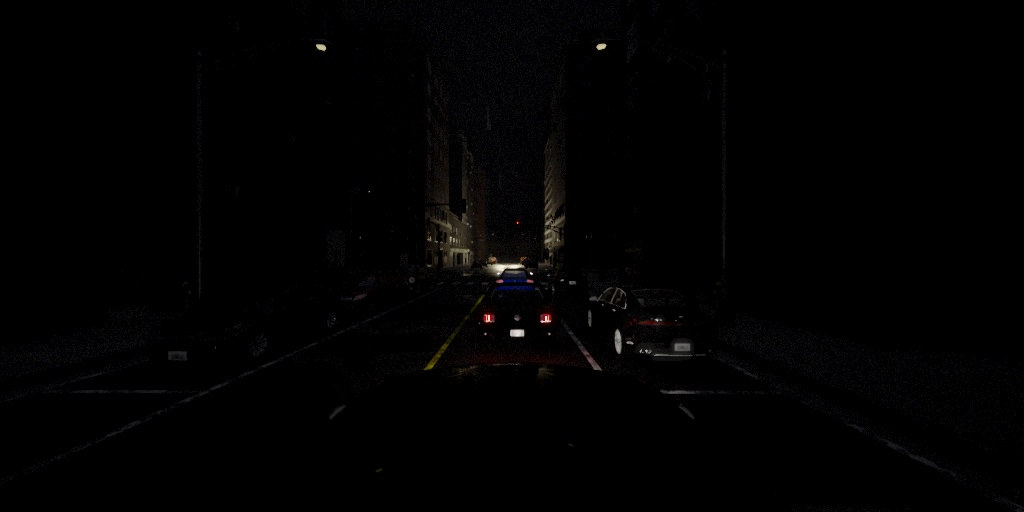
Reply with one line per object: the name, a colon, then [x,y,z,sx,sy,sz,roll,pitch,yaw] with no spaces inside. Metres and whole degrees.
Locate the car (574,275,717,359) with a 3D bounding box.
car: [2.877,1.300,8.215,2.007,1.370,4.403,0,0,0]

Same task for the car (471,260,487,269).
car: [-5.457,1.367,56.347,1.802,1.307,4.207,0,0,0]

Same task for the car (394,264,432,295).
car: [-5.612,1.190,19.246,1.967,1.591,4.097,0,0,0]

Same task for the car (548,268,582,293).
car: [2.913,1.316,19.218,1.948,1.339,4.313,0,0,0]

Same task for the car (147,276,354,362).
car: [-5.648,1.315,8.243,1.948,1.339,4.313,0,0,0]

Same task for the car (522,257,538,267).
car: [3.069,1.225,56.306,1.967,1.591,4.097,0,0,0]

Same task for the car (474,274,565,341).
car: [0.121,1.351,9.840,1.895,1.301,4.718,0,0,0]

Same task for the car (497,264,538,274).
car: [0.151,1.314,18.600,1.994,1.385,4.181,0,0,1]

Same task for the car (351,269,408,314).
car: [-5.631,1.332,13.744,1.802,1.307,4.207,0,0,0]
